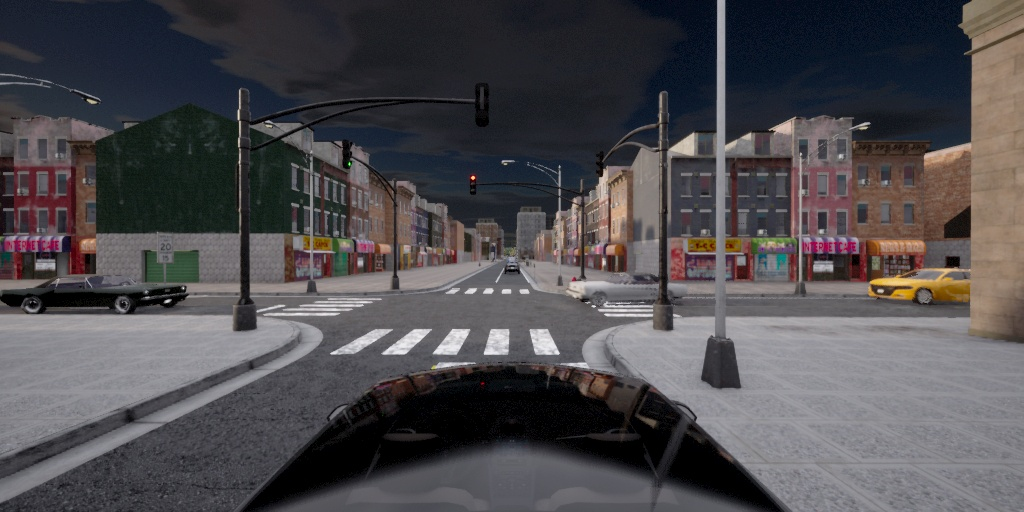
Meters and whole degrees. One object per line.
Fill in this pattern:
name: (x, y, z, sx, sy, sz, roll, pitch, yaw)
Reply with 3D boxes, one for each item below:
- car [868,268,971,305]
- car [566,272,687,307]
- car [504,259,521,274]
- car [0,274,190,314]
car: (18.765, 1.284, 15.819, 5.008, 1.535, 1.882, 0, 0, 0)
car: (4.758, 1.365, 15.209, 4.718, 1.301, 1.895, 0, 0, -10)
car: (0.022, 1.313, 40.639, 1.948, 1.339, 4.313, 0, 0, 0)
car: (-14.635, 1.312, 12.851, 4.718, 1.301, 1.895, 0, 0, -3)
